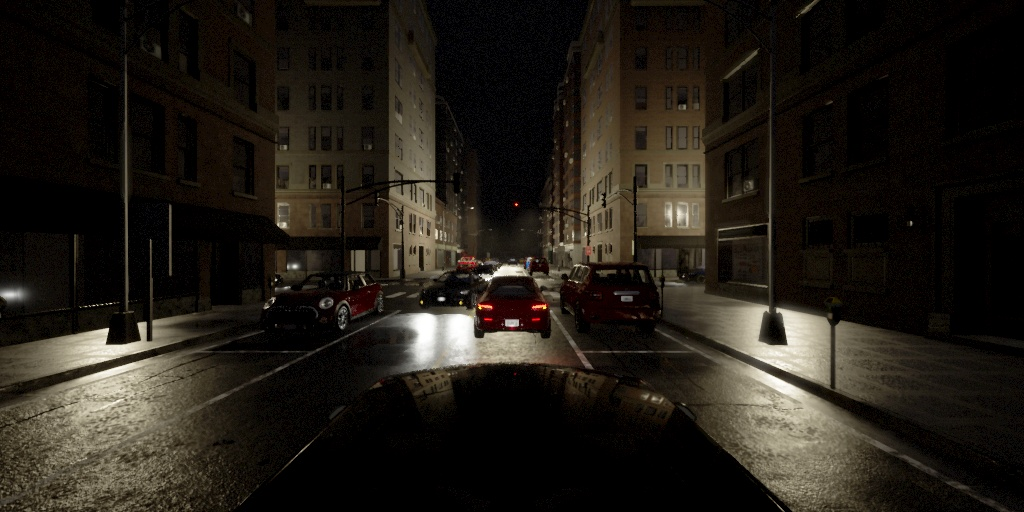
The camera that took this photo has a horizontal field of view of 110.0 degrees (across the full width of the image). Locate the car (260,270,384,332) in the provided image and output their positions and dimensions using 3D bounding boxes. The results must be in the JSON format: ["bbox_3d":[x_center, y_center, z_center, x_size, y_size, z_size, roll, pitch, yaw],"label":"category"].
[{"bbox_3d":[-5.371,1.189,10.666,1.967,1.591,4.097,0,0,0],"label":"car"}]

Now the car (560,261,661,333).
[{"bbox_3d":[2.654,1.064,10.650,2.192,1.841,5.009,0,0,0],"label":"car"}]

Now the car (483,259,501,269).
[{"bbox_3d":[-2.755,1.348,45.848,1.895,1.301,4.718,0,0,0],"label":"car"}]

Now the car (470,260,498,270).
[{"bbox_3d":[-2.777,1.349,36.624,1.895,1.301,4.718,0,0,0],"label":"car"}]

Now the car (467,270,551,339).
[{"bbox_3d":[0.023,1.276,10.006,1.812,1.442,4.674,0,0,1],"label":"car"}]

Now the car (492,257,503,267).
[{"bbox_3d":[-2.730,1.294,55.661,2.033,1.411,5.357,0,0,1],"label":"car"}]

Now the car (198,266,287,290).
[{"bbox_3d":[-17.073,1.362,22.907,4.181,1.385,1.994,0,0,0],"label":"car"}]

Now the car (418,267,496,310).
[{"bbox_3d":[-2.166,1.313,14.441,1.994,1.385,4.181,0,0,9],"label":"car"}]

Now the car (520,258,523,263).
[{"bbox_3d":[2.794,1.061,54.217,2.192,1.841,5.009,0,0,0],"label":"car"}]

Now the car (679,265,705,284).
[{"bbox_3d":[14.293,1.271,25.723,4.181,1.385,1.994,0,0,0],"label":"car"}]

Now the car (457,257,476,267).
[{"bbox_3d":[-5.335,1.062,43.225,2.192,1.841,5.009,0,0,0],"label":"car"}]

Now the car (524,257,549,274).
[{"bbox_3d":[2.773,1.063,37.706,2.192,1.841,5.009,0,0,0],"label":"car"}]
